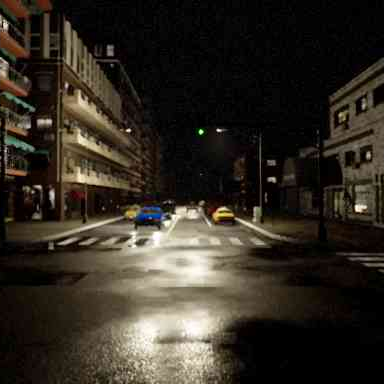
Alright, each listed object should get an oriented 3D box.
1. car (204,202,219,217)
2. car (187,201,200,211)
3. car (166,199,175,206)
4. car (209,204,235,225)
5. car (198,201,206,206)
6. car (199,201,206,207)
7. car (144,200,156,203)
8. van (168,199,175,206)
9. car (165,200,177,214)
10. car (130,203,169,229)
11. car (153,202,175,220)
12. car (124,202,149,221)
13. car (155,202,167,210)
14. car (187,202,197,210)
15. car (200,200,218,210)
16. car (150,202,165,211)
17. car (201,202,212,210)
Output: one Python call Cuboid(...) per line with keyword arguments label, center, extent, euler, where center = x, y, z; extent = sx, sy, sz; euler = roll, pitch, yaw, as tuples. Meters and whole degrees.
Cuboid(label="car", center=(2.664, 2.231, 39.448), extent=(1.802, 1.307, 4.206), euler=(0, -1, 0))
Cuboid(label="car", center=(0.058, 2.512, 54.974), extent=(1.895, 1.301, 4.718), euler=(0, -1, 0))
Cuboid(label="car", center=(-5.753, 2.829, 89.292), extent=(2.192, 1.841, 5.009), euler=(0, -1, 0))
Cuboid(label="car", center=(2.672, 1.994, 28.542), extent=(1.752, 1.417, 4.829), euler=(0, -1, 0))
Cuboid(label="car", center=(2.626, 3.062, 89.294), extent=(2.008, 1.369, 4.403), euler=(0, -1, 0))
Cuboid(label="car", center=(2.631, 2.941, 83.926), extent=(1.752, 1.417, 4.829), euler=(0, -1, 0))
Cuboid(label="car", center=(-5.720, 2.059, 44.984), extent=(2.192, 1.841, 5.009), euler=(0, -1, 0))
Cuboid(label="van", center=(-5.758, 2.955, 94.830), extent=(1.690, 1.788, 3.998), euler=(0, -1, 0))
Cuboid(label="car", center=(-3.108, 2.241, 44.578), extent=(1.837, 1.490, 4.892), euler=(0, -1, 0))
Cuboid(label="car", center=(-3.118, 1.894, 25.235), extent=(1.882, 1.535, 5.008), euler=(0, -1, 0))
Cuboid(label="car", center=(-3.107, 2.094, 34.511), extent=(1.812, 1.442, 4.674), euler=(0, -1, 0))
Cuboid(label="car", center=(-5.713, 2.082, 33.733), extent=(1.752, 1.417, 4.829), euler=(0, -1, 0))
Cuboid(label="car", center=(-5.733, 2.549, 61.425), extent=(1.752, 1.417, 4.829), euler=(0, -1, 0))
Cuboid(label="car", center=(-0.001, 2.635, 65.182), extent=(2.033, 1.411, 5.357), euler=(0, -1, 0))
Cuboid(label="car", center=(2.661, 2.057, 44.991), extent=(2.192, 1.841, 5.009), euler=(0, -1, 0))
Cuboid(label="car", center=(-5.729, 2.482, 56.057), extent=(2.008, 1.369, 4.403), euler=(0, -1, 0))
Cuboid(label="car", center=(2.648, 2.575, 61.602), extent=(2.008, 1.369, 4.403), euler=(0, -1, 0))
